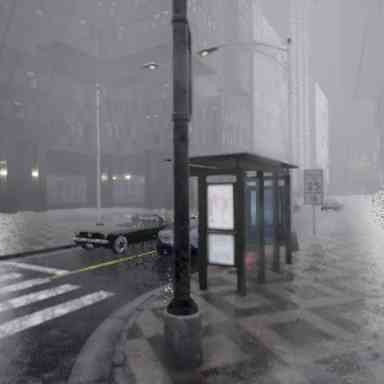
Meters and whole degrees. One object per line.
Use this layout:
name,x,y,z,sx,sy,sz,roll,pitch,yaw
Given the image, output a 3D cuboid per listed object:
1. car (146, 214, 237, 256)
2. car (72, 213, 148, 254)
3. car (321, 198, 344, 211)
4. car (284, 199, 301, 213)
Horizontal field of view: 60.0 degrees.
car,0.479,1.504,12.330,1.994,1.385,4.181,-1,0,31
car,-2.498,1.587,13.684,1.895,1.301,4.718,-1,0,31
car,16.297,1.406,38.618,1.994,1.385,4.181,-1,0,31
car,9.573,1.458,33.646,2.033,1.411,5.357,-1,0,31
